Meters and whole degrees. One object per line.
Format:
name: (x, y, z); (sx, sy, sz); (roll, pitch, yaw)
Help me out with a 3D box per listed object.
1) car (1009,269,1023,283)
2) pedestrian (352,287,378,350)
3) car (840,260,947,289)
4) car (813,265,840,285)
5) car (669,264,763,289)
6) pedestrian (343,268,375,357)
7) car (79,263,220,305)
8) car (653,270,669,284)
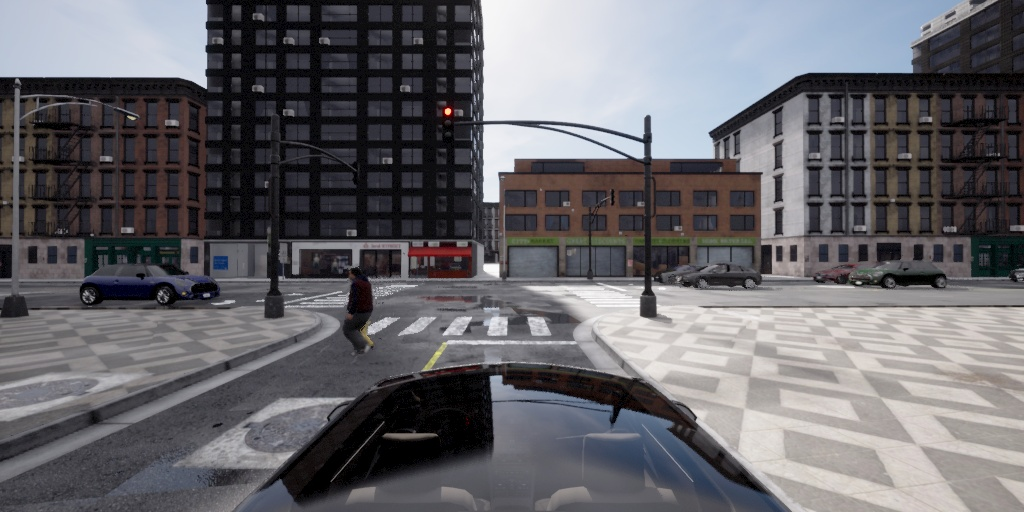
car: (38.455, 1.200, 25.385); (4.902, 1.511, 2.128); (0, 0, 0)
pedestrian: (-3.172, 1.326, 7.752); (0.375, 1.300, 0.375); (0, 0, 0)
car: (23.619, 1.065, 22.112); (4.553, 1.767, 2.097); (0, 0, 0)
car: (24.028, 1.265, 25.350); (4.674, 1.442, 1.812); (0, 0, 0)
car: (12.634, 1.242, 22.054); (4.892, 1.490, 1.837); (0, 0, -1)
pedestrian: (-2.977, 1.045, 7.037); (0.375, 1.860, 0.375); (0, 0, 0)
car: (-15.217, 1.088, 15.270); (4.553, 1.767, 2.097); (0, 0, 1)
car: (12.259, 1.327, 25.325); (4.181, 1.385, 1.994); (0, 0, 0)
